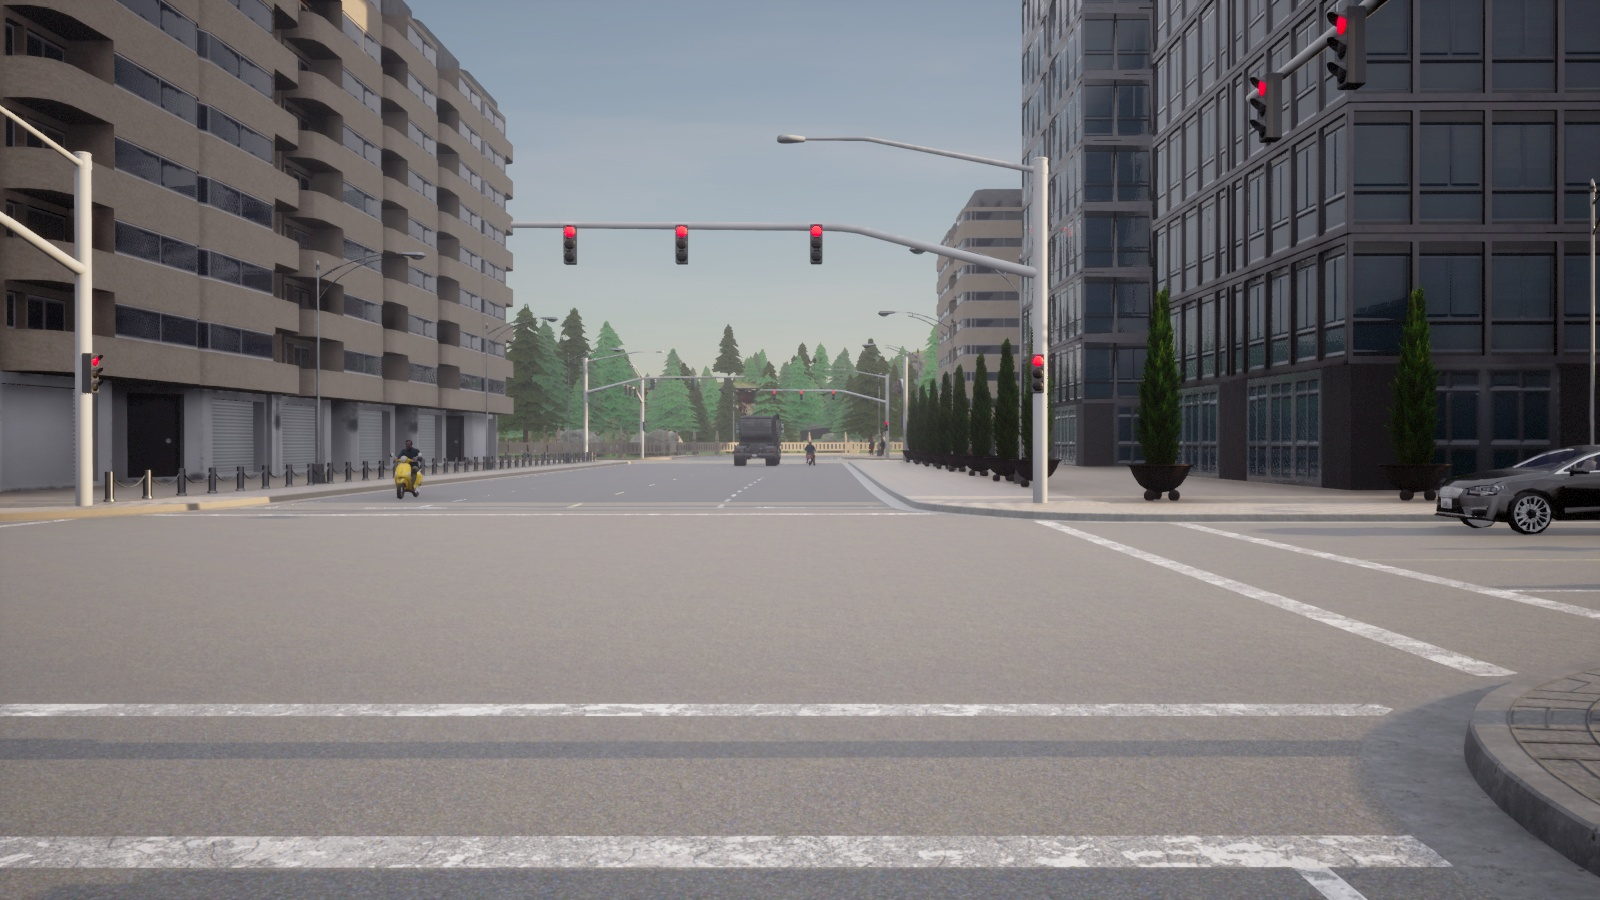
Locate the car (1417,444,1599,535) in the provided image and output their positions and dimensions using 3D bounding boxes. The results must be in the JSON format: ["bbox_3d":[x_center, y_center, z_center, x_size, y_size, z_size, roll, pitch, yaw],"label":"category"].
[{"bbox_3d":[13.678,0.646,21.788,4.902,1.511,2.128,0,0,1],"label":"car"}]

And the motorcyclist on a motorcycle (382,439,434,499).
[{"bbox_3d":[-10.623,0.499,34.094,0.866,1.590,1.817,0,0,0],"label":"motorcyclist on a motorcycle"}]

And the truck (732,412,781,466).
[{"bbox_3d":[-2.822,-0.710,83.605,2.891,3.462,7.936,0,0,1],"label":"truck"}]
